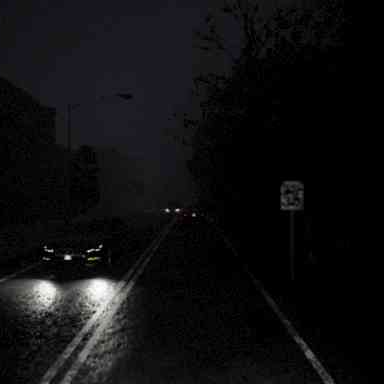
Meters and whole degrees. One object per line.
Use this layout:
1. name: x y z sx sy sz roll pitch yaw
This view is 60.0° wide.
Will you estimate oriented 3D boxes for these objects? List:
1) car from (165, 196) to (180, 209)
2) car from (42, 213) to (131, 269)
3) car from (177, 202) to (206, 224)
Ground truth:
1. car: -3.157 1.708 55.231 2.150 2.045 5.566 0 0 1
2. car: -3.339 1.536 11.377 1.837 1.490 4.892 0 0 0
3. car: 0.142 1.703 25.969 2.033 1.411 5.357 0 -1 0
